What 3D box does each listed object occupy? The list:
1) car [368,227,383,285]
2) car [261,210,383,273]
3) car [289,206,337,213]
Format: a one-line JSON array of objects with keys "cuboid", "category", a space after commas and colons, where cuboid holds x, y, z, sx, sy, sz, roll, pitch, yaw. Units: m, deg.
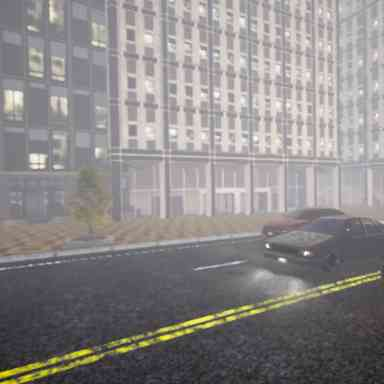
[{"cuboid": [6.131, 1.524, 7.443, 4.181, 1.385, 1.994, 0, 0, -33], "category": "car"}, {"cuboid": [4.751, 1.497, 10.700, 5.357, 1.411, 2.033, 0, 0, -33], "category": "car"}, {"cuboid": [5.304, 1.408, 14.869, 5.008, 1.535, 1.882, 0, 0, -32], "category": "car"}]
